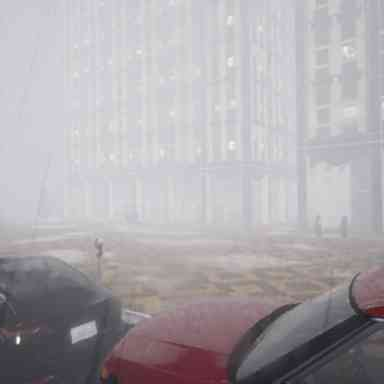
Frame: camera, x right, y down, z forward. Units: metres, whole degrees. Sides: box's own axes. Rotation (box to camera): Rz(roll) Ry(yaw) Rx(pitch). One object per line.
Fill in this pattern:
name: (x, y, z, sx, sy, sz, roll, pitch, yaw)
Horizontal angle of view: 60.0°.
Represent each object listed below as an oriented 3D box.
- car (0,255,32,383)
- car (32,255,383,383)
car: (-2.904, 1.633, 4.951, 4.313, 1.339, 1.947, -1, -1, 36)
car: (1.587, 1.310, 1.745, 5.009, 1.841, 2.192, -1, -1, 36)
